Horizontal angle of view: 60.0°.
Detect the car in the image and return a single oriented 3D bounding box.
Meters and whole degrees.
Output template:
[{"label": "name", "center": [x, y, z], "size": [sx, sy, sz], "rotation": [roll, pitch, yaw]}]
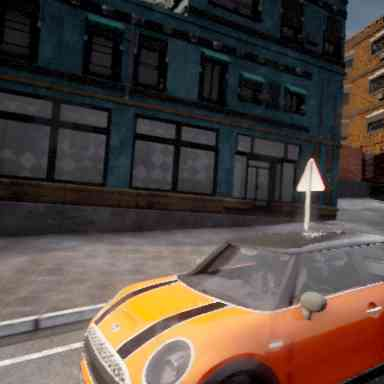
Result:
[{"label": "car", "center": [1.026, 1.352, 4.224], "size": [4.553, 1.767, 2.097], "rotation": [0, 0, -31]}]
